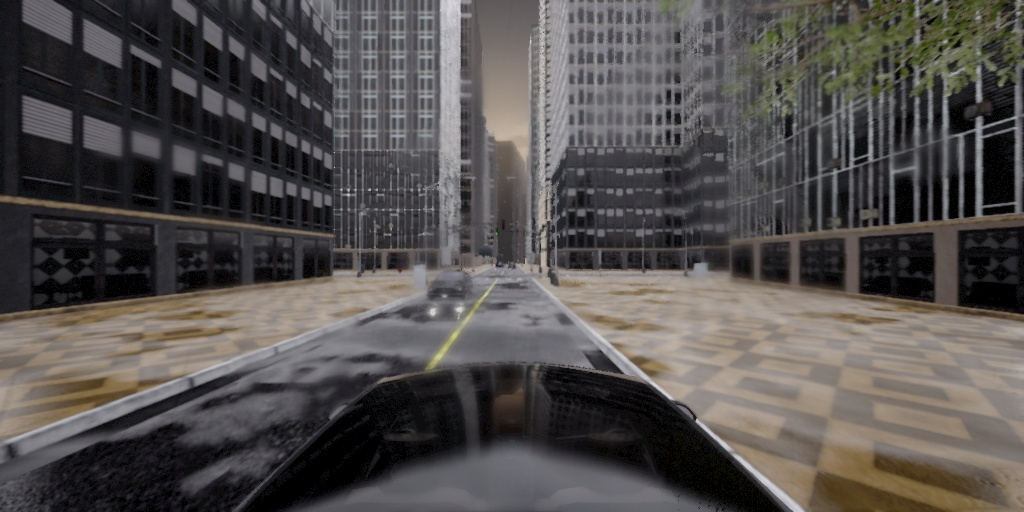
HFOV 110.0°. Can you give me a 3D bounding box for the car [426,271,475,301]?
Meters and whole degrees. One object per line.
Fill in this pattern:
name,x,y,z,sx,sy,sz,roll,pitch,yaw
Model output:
car,-3.090,1.494,19.121,2.033,1.411,5.357,0,-1,0
